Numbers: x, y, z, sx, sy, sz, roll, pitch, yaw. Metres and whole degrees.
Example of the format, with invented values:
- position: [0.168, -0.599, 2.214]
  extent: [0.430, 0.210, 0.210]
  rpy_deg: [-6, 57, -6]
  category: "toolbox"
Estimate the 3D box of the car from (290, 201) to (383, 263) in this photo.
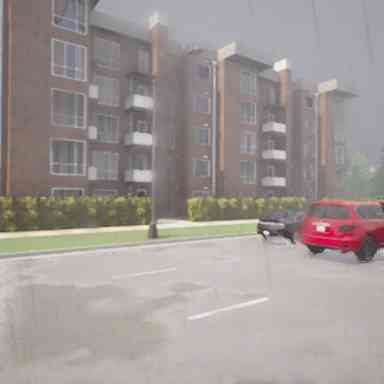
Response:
- position: [6.564, 1.356, 12.844]
  extent: [5.566, 2.045, 2.150]
  rpy_deg: [0, 0, -35]
  category: "car"

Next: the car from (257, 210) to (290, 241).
- position: [5.307, 1.633, 16.234]
  extent: [4.902, 1.511, 2.128]
  rpy_deg: [1, 0, -35]
  category: "car"
